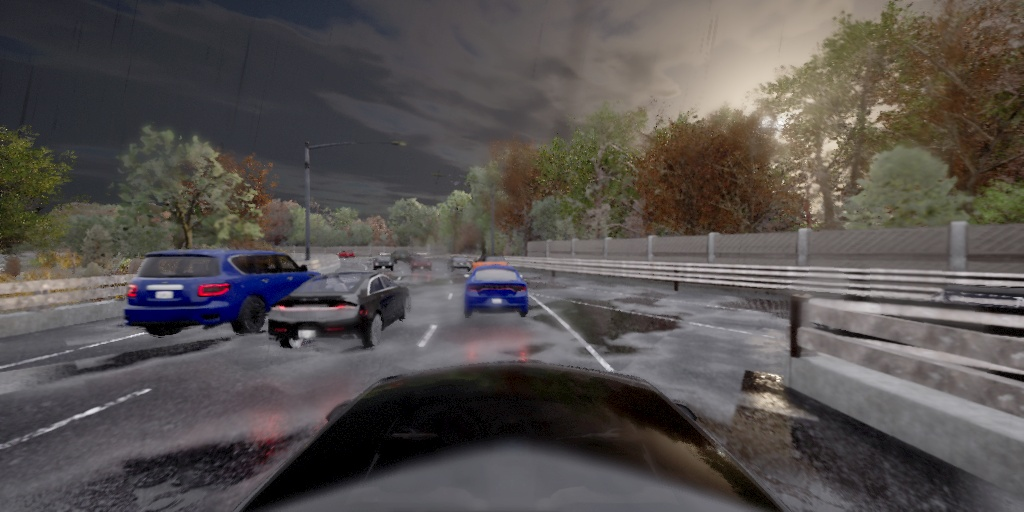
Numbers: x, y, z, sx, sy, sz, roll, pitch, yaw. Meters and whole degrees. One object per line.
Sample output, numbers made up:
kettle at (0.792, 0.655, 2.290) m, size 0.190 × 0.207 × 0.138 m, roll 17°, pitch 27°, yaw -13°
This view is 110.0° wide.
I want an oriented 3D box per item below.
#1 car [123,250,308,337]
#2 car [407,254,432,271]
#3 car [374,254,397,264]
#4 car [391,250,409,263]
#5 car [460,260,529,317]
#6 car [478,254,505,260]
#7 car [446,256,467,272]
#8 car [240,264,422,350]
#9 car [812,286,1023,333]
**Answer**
car at (-7.368, 0.844, 10.044) m, size 2.150 × 2.045 × 5.566 m, roll 0°, pitch 1°, yaw -5°
car at (-9.270, 0.794, 36.233) m, size 1.895 × 1.301 × 4.718 m, roll 0°, pitch 1°, yaw -19°
car at (-13.140, 0.790, 36.785) m, size 1.895 × 1.301 × 4.718 m, roll 0°, pitch 1°, yaw -19°
car at (-16.596, 0.144, 53.264) m, size 2.150 × 2.045 × 5.566 m, roll 0°, pitch 1°, yaw -27°
car at (-0.604, 1.049, 12.180) m, size 1.882 × 1.535 × 5.008 m, roll 0°, pitch 1°, yaw -5°
car at (-1.687, 0.689, 26.952) m, size 2.097 × 1.767 × 4.553 m, roll 0°, pitch 1°, yaw -18°
car at (-5.356, 0.749, 35.445) m, size 2.033 × 1.411 × 5.357 m, roll 0°, pitch 1°, yaw -17°
car at (-3.809, 1.130, 8.776) m, size 2.128 × 1.511 × 4.902 m, roll 0°, pitch 1°, yaw -4°
car at (8.913, 1.250, 7.149) m, size 1.895 × 1.301 × 4.718 m, roll -1°, pitch 1°, yaw -35°
